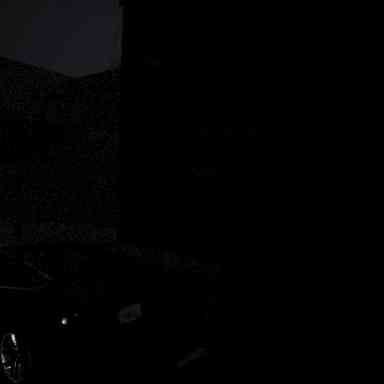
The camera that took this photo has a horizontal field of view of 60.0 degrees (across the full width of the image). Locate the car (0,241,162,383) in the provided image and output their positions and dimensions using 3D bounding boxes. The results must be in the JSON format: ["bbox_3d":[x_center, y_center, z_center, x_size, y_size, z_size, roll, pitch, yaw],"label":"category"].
[{"bbox_3d":[-2.660,1.558,5.437,4.792,1.488,2.163,-1,0,36],"label":"car"}]
